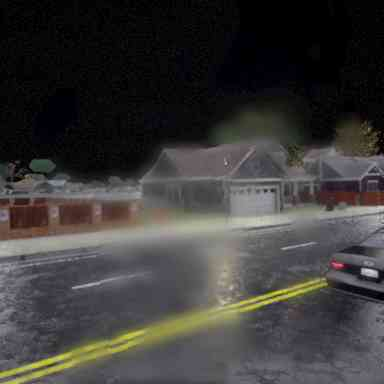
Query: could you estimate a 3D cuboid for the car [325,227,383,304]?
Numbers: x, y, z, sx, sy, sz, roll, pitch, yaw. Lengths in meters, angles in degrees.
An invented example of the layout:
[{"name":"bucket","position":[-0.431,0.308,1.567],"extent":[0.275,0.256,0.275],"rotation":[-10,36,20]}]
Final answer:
[{"name":"car","position":[5.062,1.356,7.086],"extent":[5.357,1.411,2.033],"rotation":[-2,1,-35]}]
